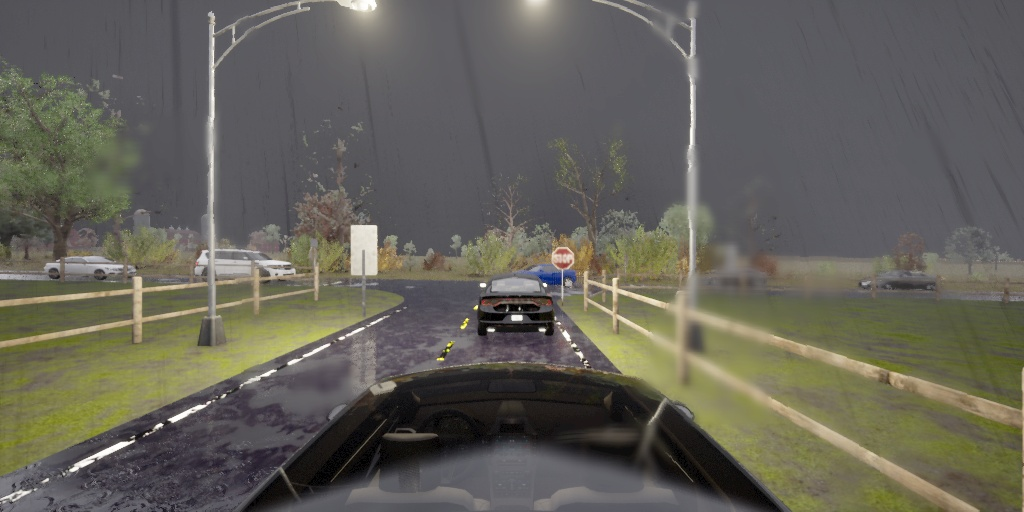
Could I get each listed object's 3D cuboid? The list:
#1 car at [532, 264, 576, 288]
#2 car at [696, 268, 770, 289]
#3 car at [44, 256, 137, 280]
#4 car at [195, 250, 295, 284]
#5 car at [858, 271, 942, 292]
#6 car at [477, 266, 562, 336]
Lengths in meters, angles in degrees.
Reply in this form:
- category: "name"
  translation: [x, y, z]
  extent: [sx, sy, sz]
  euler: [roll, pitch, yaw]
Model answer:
- category: "car"
  translation: [1.931, 1.259, 23.447]
  extent: [5.008, 1.535, 1.882]
  euler: [2, -1, -32]
- category: "car"
  translation: [16.005, 1.597, 26.132]
  extent: [4.902, 1.511, 2.128]
  euler: [1, 1, 0]
- category: "car"
  translation: [-27.214, 0.737, 23.180]
  extent: [4.674, 1.442, 1.812]
  euler: [1, 1, 0]
- category: "car"
  translation: [-17.167, 0.651, 23.180]
  extent: [5.566, 2.045, 2.150]
  euler: [1, 1, 0]
- category: "car"
  translation: [28.164, 1.857, 26.130]
  extent: [4.902, 1.511, 2.128]
  euler: [1, 1, 0]
- category: "car"
  translation: [0.062, 1.228, 10.467]
  extent: [1.882, 1.535, 5.008]
  euler: [0, 0, -1]
